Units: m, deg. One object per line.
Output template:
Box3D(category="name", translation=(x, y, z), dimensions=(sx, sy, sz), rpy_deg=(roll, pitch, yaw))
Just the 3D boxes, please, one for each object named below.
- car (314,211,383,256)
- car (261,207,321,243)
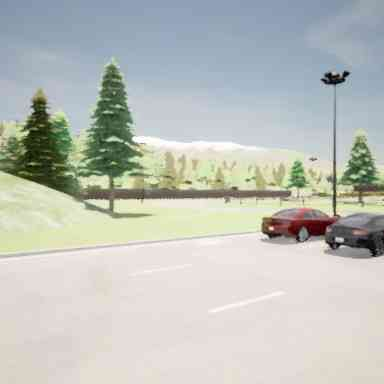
Box3D(category="car", translation=(7.142, 1.549, 13.176), dimensions=(4.674, 1.442, 1.812), rpy_deg=(0, 0, -35))
Box3D(category="car", translation=(5.584, 1.502, 16.365), dimensions=(5.008, 1.535, 1.882), rpy_deg=(0, 0, -35))
